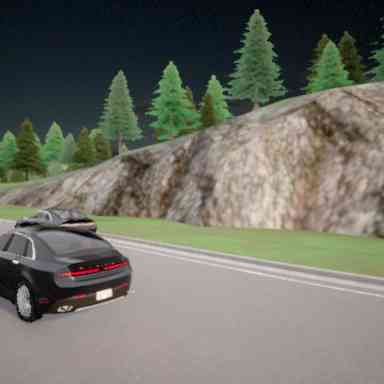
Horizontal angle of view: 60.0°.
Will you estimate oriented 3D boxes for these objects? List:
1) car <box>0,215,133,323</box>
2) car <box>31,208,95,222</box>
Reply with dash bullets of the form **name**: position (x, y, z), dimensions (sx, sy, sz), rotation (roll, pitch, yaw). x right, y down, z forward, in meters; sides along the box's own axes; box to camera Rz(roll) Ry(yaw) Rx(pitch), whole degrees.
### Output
- **car**: position (-3.325, 1.488, 7.270), dimensions (4.892, 1.490, 1.837), rotation (0, 0, 41)
- **car**: position (-5.996, 1.461, 14.400), dimensions (4.902, 1.511, 2.128), rotation (0, 0, 43)
